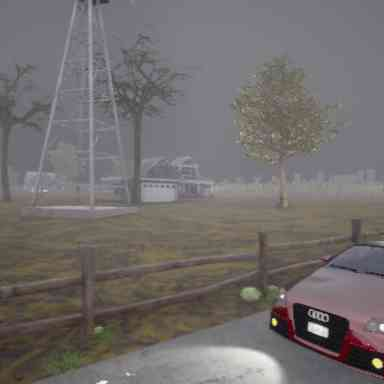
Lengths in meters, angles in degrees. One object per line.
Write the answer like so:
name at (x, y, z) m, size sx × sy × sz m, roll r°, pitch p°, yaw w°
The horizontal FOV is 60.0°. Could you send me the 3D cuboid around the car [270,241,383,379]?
car at (3.201, 1.542, 5.352) m, size 4.181 × 1.385 × 1.994 m, roll 0°, pitch 0°, yaw -36°
